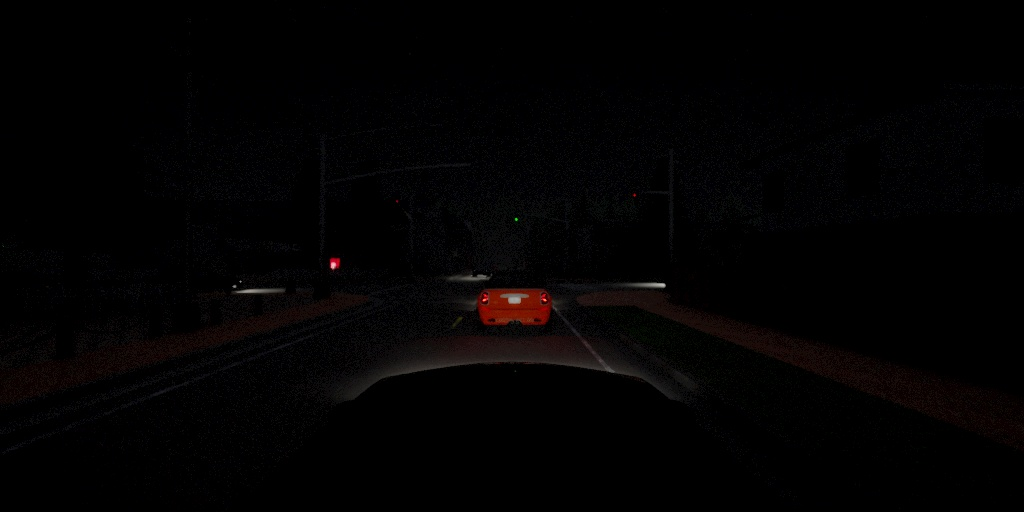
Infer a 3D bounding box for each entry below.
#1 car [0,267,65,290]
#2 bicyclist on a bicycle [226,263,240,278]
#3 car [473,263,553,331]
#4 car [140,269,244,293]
[{"bbox_3d":[-30.385,1.574,22.539,4.181,1.385,1.994,0,-1,-2],"label":"car"},{"bbox_3d":[-23.563,1.402,30.214,0.582,1.620,1.656,0,0,-2],"label":"bicyclist on a bicycle"},{"bbox_3d":[0.065,1.217,11.579,2.097,1.767,4.553,0,-1,0],"label":"car"},{"bbox_3d":[-20.347,1.561,22.823,5.357,1.411,2.033,0,-1,-2],"label":"car"}]
